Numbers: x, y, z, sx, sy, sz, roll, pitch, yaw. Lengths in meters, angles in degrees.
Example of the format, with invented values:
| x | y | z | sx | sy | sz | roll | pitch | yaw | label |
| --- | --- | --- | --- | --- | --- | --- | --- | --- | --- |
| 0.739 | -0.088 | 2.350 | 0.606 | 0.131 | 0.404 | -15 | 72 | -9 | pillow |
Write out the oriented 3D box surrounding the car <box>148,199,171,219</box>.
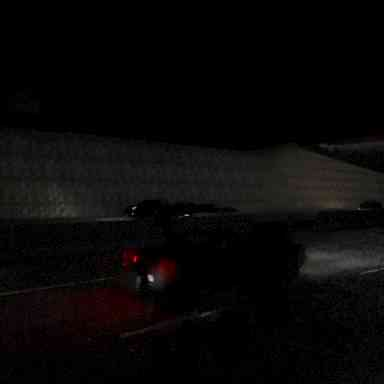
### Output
| x | y | z | sx | sy | sz | roll | pitch | yaw | label |
| --- | --- | --- | --- | --- | --- | --- | --- | --- | --- |
| -0.982 | 1.645 | 29.082 | 4.892 | 1.490 | 1.837 | 1 | 0 | -35 | car |

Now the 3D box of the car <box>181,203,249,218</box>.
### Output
| x | y | z | sx | sy | sz | roll | pitch | yaw | label |
| --- | --- | --- | --- | --- | --- | --- | --- | --- | --- |
| 1.867 | 1.653 | 22.518 | 4.674 | 1.442 | 1.812 | 1 | 0 | -35 | car |

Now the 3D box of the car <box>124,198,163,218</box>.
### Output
| x | y | z | sx | sy | sz | roll | pitch | yaw | label |
| --- | --- | --- | --- | --- | --- | --- | --- | --- | --- |
| -4.005 | 1.481 | 31.225 | 4.553 | 1.767 | 2.097 | 1 | 0 | -35 | car |

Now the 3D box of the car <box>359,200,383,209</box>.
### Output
| x | y | z | sx | sy | sz | roll | pitch | yaw | label |
| --- | --- | --- | --- | --- | --- | --- | --- | --- | --- |
| 29.706 | 2.020 | 55.135 | 4.674 | 1.442 | 1.812 | 1 | 0 | -35 | car |

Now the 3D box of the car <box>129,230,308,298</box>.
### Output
| x | y | z | sx | sy | sz | roll | pitch | yaw | label |
| --- | --- | --- | --- | --- | --- | --- | --- | --- | --- |
| 0.901 | 1.651 | 8.697 | 4.718 | 1.301 | 1.895 | 1 | 0 | -35 | car |

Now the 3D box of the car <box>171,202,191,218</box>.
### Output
| x | y | z | sx | sy | sz | roll | pitch | yaw | label |
| --- | --- | --- | --- | --- | --- | --- | --- | --- | --- |
| 1.070 | 1.646 | 26.247 | 4.892 | 1.490 | 1.837 | 1 | 0 | -35 | car |
